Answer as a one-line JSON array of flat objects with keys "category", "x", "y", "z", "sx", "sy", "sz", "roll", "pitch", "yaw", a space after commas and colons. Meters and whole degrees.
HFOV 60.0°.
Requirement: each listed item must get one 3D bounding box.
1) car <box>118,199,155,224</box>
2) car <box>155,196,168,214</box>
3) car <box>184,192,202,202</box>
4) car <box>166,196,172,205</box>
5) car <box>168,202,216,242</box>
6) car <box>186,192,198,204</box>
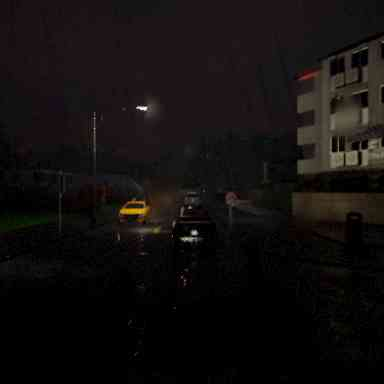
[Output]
[{"category": "car", "x": -4.074, "y": 1.431, "z": 24.291, "sx": 1.882, "sy": 1.535, "sz": 5.008, "roll": 0, "pitch": 0, "yaw": -2}, {"category": "car", "x": -4.077, "y": 1.481, "z": 34.940, "sx": 2.033, "sy": 1.411, "sz": 5.357, "roll": 0, "pitch": 0, "yaw": 0}, {"category": "car", "x": 0.108, "y": 1.134, "z": 45.031, "sx": 2.150, "sy": 2.045, "sz": 5.566, "roll": 0, "pitch": 0, "yaw": 0}, {"category": "car", "x": -4.034, "y": 1.383, "z": 49.265, "sx": 1.882, "sy": 1.535, "sz": 5.008, "roll": 0, "pitch": 0, "yaw": 0}, {"category": "car", "x": 0.102, "y": 1.461, "z": 16.059, "sx": 2.128, "sy": 1.511, "sz": 4.902, "roll": 0, "pitch": 0, "yaw": 0}, {"category": "car", "x": 0.080, "y": 1.099, "z": 62.679, "sx": 2.150, "sy": 2.045, "sz": 5.566, "roll": 0, "pitch": 0, "yaw": 1}]
